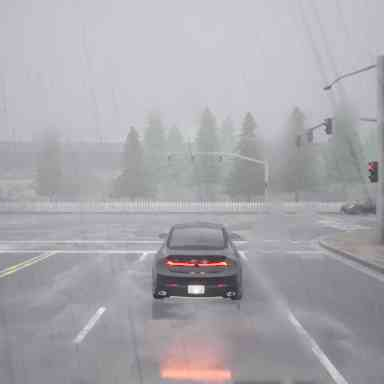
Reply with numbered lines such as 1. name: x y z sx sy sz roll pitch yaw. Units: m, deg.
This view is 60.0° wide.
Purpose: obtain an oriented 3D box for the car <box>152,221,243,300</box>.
1. car: 0.172 1.505 8.401 1.837 1.490 4.892 0 0 2

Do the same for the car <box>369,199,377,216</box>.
1. car: 17.933 1.492 27.300 5.357 1.411 2.033 0 0 0

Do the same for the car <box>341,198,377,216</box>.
1. car: 16.265 1.296 30.793 4.553 1.767 2.097 0 0 1
